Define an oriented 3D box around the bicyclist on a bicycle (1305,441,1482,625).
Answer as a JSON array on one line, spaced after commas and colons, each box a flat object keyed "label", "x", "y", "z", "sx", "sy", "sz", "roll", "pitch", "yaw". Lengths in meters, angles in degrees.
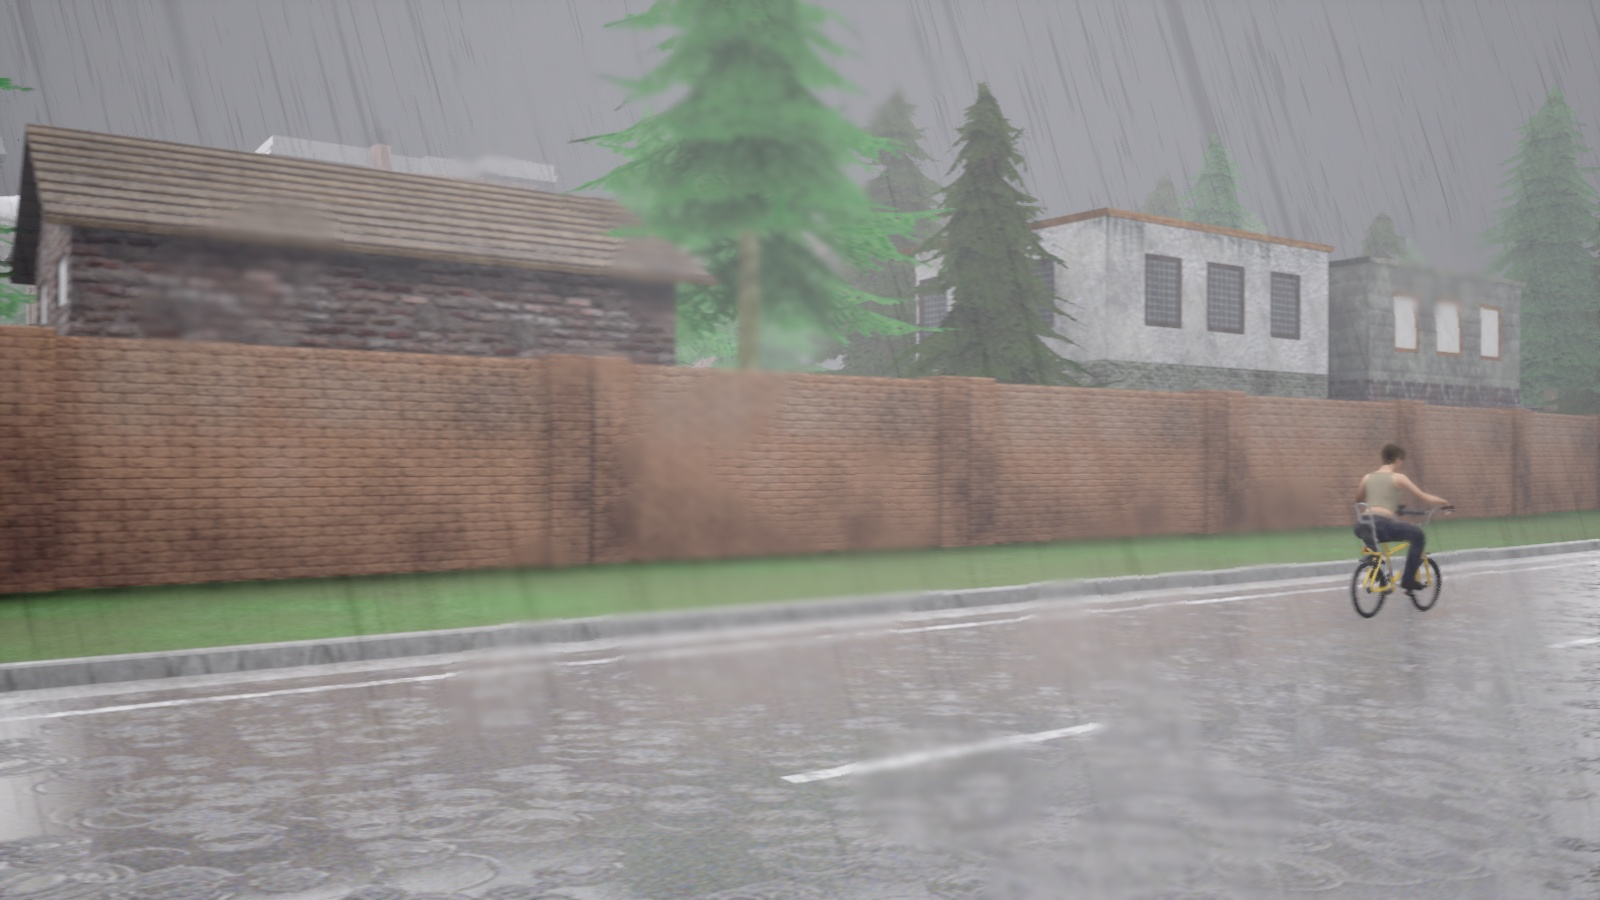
[{"label": "bicyclist on a bicycle", "x": 5.589, "y": 0.733, "z": 11.818, "sx": 1.509, "sy": 1.612, "sz": 0.866, "roll": 0, "pitch": 0, "yaw": -35}]
